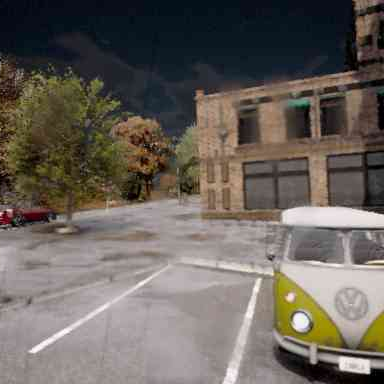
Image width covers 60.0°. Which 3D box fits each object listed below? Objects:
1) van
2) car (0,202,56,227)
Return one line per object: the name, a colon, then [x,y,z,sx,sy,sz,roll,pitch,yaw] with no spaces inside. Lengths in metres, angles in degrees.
van: [2.305,1.271,5.647,1.878,1.987,4.442,0,-1,16]
car: [-12.113,1.507,24.174,2.097,1.767,4.553,-3,0,19]
